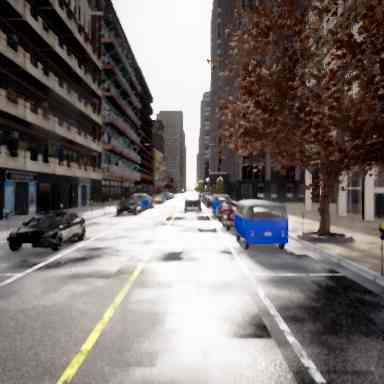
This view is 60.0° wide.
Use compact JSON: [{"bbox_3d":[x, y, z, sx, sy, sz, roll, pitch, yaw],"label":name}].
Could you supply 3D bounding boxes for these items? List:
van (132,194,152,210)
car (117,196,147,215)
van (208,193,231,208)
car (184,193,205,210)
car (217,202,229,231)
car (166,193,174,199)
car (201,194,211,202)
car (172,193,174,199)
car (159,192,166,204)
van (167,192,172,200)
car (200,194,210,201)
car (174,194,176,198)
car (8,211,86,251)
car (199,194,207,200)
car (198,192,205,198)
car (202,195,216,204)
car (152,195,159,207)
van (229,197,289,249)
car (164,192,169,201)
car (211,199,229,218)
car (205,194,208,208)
[{"bbox_3d":[-5.692,1.093,36.296,1.690,1.788,3.998,0,0,0],"label":"van"},{"bbox_3d":[-5.692,1.352,30.633,1.947,1.339,4.313,0,0,0],"label":"car"},{"bbox_3d":[2.689,1.127,30.633,1.690,1.788,3.998,0,0,0],"label":"van"},{"bbox_3d":[0.098,1.232,38.356,2.128,1.511,4.902,0,0,0],"label":"car"},{"bbox_3d":[2.690,1.444,19.309,1.802,1.307,4.206,0,0,0],"label":"car"},{"bbox_3d":[-5.700,0.963,87.266,1.967,1.590,4.097,0,0,0],"label":"car"},{"bbox_3d":[2.683,1.165,64.613,1.887,1.381,4.507,0,0,0],"label":"car"},{"bbox_3d":[-5.699,1.097,75.771,1.752,1.417,4.829,0,0,0],"label":"car"},{"bbox_3d":[-5.696,1.195,53.114,1.752,1.417,4.829,0,0,0],"label":"car"},{"bbox_3d":[-5.698,0.936,70.276,1.690,1.788,3.998,0,0,0],"label":"van"},{"bbox_3d":[2.683,1.146,70.278,2.008,1.369,4.403,0,0,0],"label":"car"},{"bbox_3d":[-5.700,1.112,81.605,1.947,1.339,4.313,0,0,0],"label":"car"},{"bbox_3d":[-5.689,1.467,13.644,1.947,1.339,4.313,0,0,0],"label":"car"},{"bbox_3d":[2.681,1.091,81.606,1.887,1.381,4.507,0,0,0],"label":"car"},{"bbox_3d":[2.679,0.941,92.932,1.967,1.590,4.097,0,0,0],"label":"car"},{"bbox_3d":[2.684,1.220,53.285,2.008,1.369,4.403,0,0,0],"label":"car"},{"bbox_3d":[-5.694,1.272,41.959,2.008,1.369,4.403,0,0,0],"label":"car"},{"bbox_3d":[2.692,1.243,13.643,1.690,1.788,3.998,0,0,0],"label":"van"},{"bbox_3d":[-5.697,1.195,58.949,2.008,1.369,4.403,0,0,0],"label":"car"},{"bbox_3d":[2.689,1.405,24.971,1.802,1.307,4.206,0,0,0],"label":"car"},{"bbox_3d":[2.686,1.304,41.960,1.802,1.307,4.206,0,0,0],"label":"car"}]
